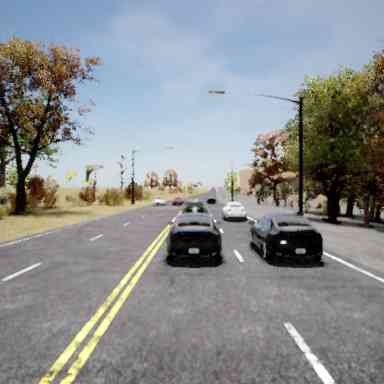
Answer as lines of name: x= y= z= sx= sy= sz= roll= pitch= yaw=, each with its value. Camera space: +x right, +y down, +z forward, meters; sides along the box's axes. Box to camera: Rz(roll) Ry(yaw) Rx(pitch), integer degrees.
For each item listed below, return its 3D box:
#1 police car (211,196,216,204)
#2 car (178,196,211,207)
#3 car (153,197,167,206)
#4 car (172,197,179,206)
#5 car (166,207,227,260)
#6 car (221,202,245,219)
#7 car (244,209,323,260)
police car: x=3.811 y=1.545 z=65.878 sx=1.930 sy=1.638 sz=5.238 roll=0 pitch=0 yaw=2
car: x=0.261 y=1.419 z=27.425 sx=2.097 sy=1.767 sz=4.553 roll=0 pitch=0 yaw=1
car: x=-5.650 y=1.638 z=58.367 sx=1.812 sy=1.442 sz=4.674 roll=0 pitch=0 yaw=2
car: x=-2.403 y=1.591 z=58.267 sx=1.882 sy=1.535 sz=5.008 roll=0 pitch=0 yaw=2
car: x=0.100 y=1.542 z=12.558 sx=1.837 sy=1.490 sz=4.892 roll=0 pitch=0 yaw=1
car: x=3.529 y=1.595 z=28.188 sx=1.812 sy=1.442 sz=4.674 roll=0 pitch=0 yaw=1
car: x=3.350 y=1.542 z=12.548 sx=1.837 sy=1.490 sz=4.892 roll=0 pitch=0 yaw=1
